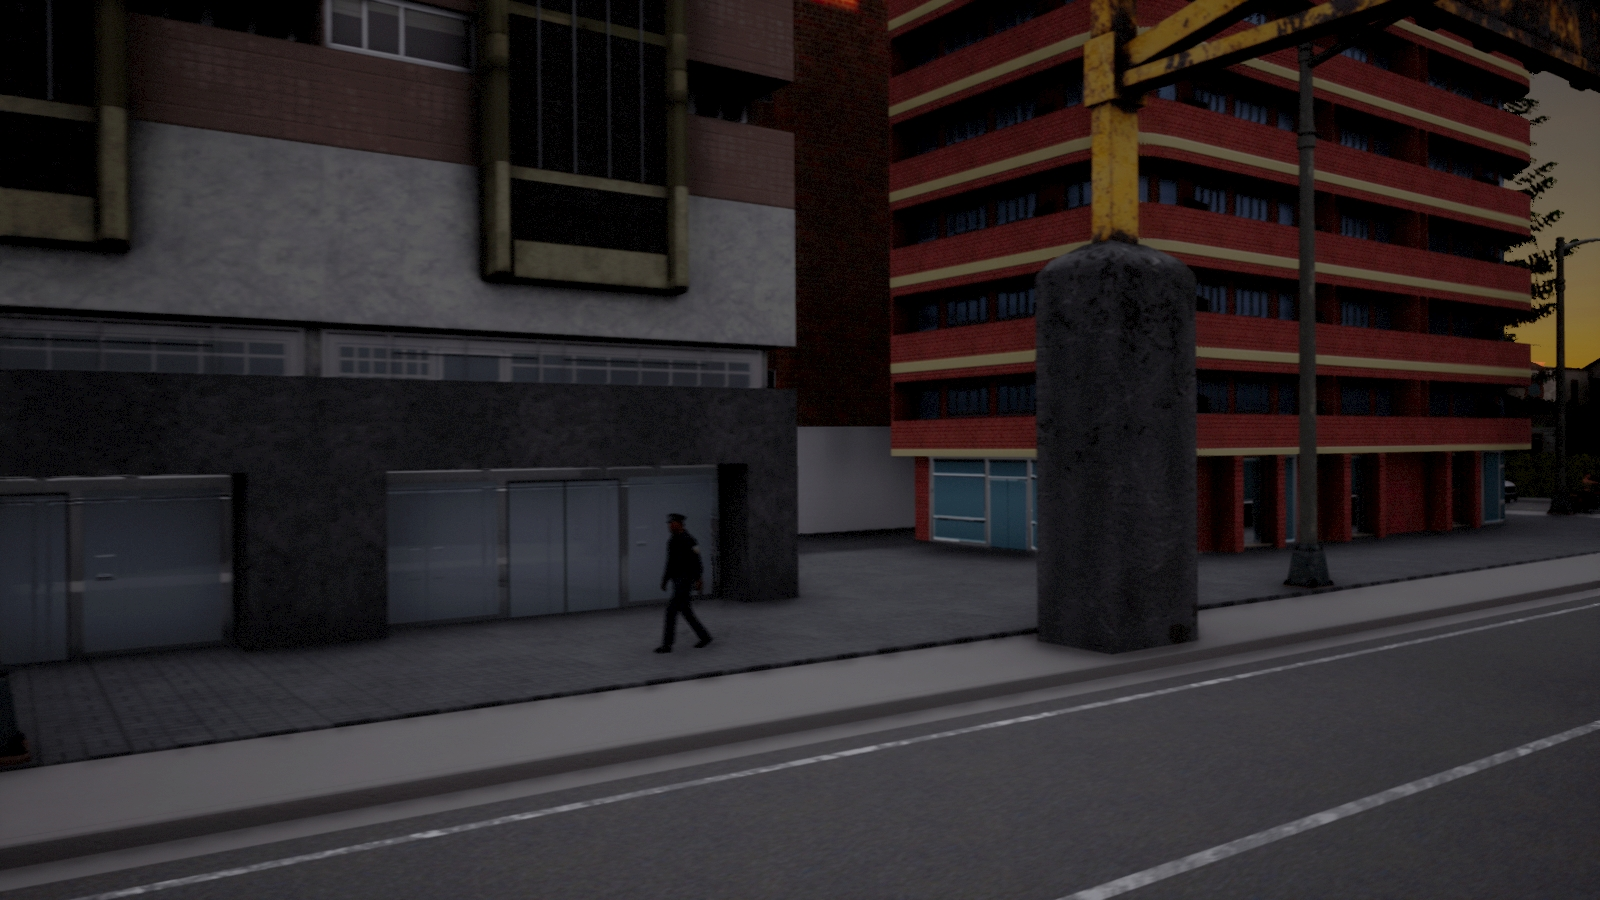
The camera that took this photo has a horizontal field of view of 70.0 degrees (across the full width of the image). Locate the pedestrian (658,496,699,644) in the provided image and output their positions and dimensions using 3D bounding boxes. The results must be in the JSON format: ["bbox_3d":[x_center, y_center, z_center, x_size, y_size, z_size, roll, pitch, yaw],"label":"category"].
[{"bbox_3d":[-1.567,1.532,14.782,0.375,1.860,0.375,-1,0,-35],"label":"pedestrian"}]

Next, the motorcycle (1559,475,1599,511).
[{"bbox_3d":[30.679,1.657,43.961,0.764,1.332,2.356,-1,0,-35],"label":"motorcycle"}]
